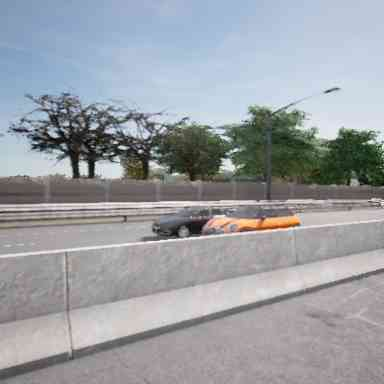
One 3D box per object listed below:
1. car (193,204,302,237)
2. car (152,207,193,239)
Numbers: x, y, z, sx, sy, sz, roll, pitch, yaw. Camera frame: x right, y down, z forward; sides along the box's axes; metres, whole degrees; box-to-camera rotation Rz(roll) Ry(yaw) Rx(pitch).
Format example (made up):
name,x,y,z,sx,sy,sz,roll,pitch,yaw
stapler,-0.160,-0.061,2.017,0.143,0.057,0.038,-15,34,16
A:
name,x,y,z,sx,sy,sz,roll,pitch,yaw
car,2.635,1.340,14.273,4.553,1.767,2.097,0,0,-35
car,0.320,1.486,16.929,4.892,1.490,1.837,1,0,-35
